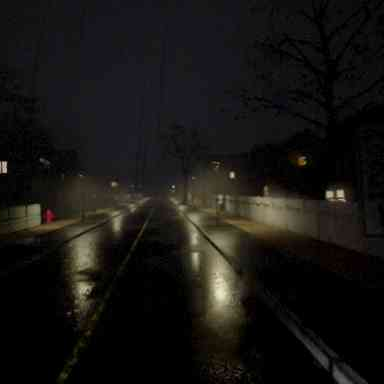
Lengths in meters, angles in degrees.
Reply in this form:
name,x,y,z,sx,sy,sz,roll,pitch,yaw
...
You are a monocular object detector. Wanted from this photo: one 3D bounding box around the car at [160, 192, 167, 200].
name,x,y,z,sx,sy,sz,roll,pitch,yaw
car,-7.995,1.443,93.747,2.033,1.411,5.357,-2,0,-5
